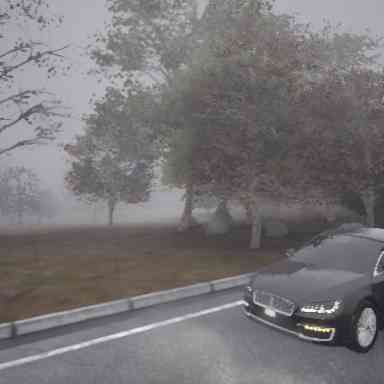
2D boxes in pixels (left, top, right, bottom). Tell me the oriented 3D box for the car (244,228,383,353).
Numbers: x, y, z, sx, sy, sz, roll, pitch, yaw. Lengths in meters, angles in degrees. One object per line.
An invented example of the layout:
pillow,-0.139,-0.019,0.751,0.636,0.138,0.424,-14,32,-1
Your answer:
car,3.106,1.489,6.197,4.892,1.490,1.837,0,0,-35
